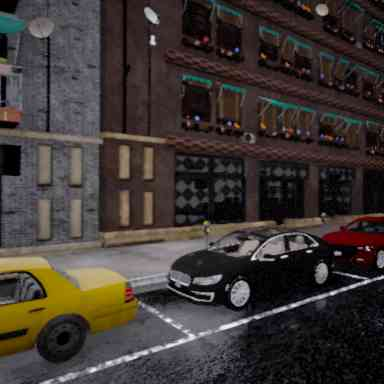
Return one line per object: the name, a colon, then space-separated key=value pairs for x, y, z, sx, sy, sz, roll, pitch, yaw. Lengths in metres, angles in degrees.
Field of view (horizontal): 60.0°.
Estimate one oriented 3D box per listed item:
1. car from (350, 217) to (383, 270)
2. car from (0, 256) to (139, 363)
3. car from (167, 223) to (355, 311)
car: x=6.013 y=1.492 z=10.842 sx=4.507 sy=1.381 sz=1.887 roll=0 pitch=1 yaw=-36
car: x=-3.117 y=1.526 z=4.327 sx=4.829 sy=1.417 sz=1.752 roll=0 pitch=1 yaw=-36
car: x=1.517 y=1.524 z=7.634 sx=4.403 sy=1.369 sz=2.008 roll=0 pitch=1 yaw=-36
